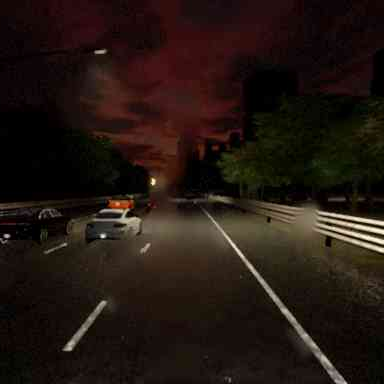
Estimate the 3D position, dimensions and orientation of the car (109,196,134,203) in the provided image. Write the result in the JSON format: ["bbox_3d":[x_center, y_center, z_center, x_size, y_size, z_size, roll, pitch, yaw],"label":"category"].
[{"bbox_3d":[-7.193,1.210,34.171,2.097,1.767,4.553,0,0,-1],"label":"car"}]

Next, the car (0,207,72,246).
[{"bbox_3d":[-6.967,1.428,14.970,2.128,1.511,4.902,0,0,0],"label":"car"}]

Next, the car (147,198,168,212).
[{"bbox_3d":[-3.729,1.377,35.552,1.812,1.442,4.674,0,0,-1],"label":"car"}]

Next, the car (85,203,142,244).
[{"bbox_3d":[-3.468,1.461,15.207,1.812,1.442,4.674,0,0,0],"label":"car"}]

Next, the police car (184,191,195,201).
[{"bbox_3d":[-0.289,1.117,75.636,1.930,1.638,5.238,0,0,-2],"label":"police car"}]
